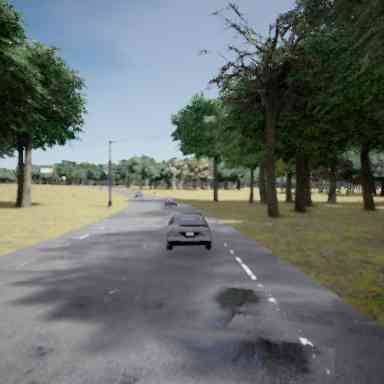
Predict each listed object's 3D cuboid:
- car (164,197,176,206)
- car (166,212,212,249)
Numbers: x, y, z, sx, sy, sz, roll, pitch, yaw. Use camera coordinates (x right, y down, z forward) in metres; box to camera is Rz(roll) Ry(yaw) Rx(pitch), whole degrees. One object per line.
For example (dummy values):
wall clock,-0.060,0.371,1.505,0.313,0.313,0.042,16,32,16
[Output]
car,-3.706,1.561,55.441,2.033,1.411,5.357,0,0,-8
car,-0.184,1.613,14.813,2.033,1.411,5.357,0,0,-2
